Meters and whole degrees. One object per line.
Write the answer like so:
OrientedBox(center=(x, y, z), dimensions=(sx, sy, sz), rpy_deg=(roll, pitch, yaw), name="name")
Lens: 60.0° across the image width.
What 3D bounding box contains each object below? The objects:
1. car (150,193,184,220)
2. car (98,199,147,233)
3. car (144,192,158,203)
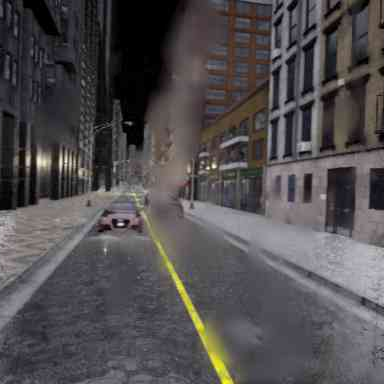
OrientedBox(center=(-1.725, 1.072, 23.654), dimensions=(1.837, 1.490, 4.892), rpy_deg=(2, 1, -10), name="car")
OrientedBox(center=(-3.470, 1.181, 16.481), dimensions=(1.994, 1.385, 4.181), rpy_deg=(2, 1, -11), name="car")
OrientedBox(center=(-4.666, 0.709, 39.324), dimensions=(2.128, 1.511, 4.902), rpy_deg=(2, 1, -10), name="car")
